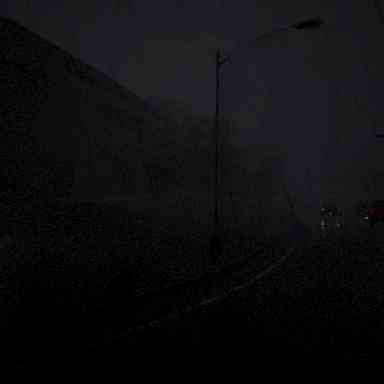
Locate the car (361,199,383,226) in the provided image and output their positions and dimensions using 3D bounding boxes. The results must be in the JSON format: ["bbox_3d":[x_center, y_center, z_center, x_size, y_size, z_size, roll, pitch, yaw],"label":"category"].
[{"bbox_3d":[15.050,1.599,26.380,2.150,2.045,5.566,0,0,23],"label":"car"}]

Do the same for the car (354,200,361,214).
[{"bbox_3d":[20.019,1.726,38.508,2.128,1.511,4.902,0,2,22],"label":"car"}]

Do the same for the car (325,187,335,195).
[{"bbox_3d":[31.042,-0.311,74.885,1.882,1.535,5.008,0,4,22],"label":"car"}]

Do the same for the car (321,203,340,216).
[{"bbox_3d":[15.192,1.890,36.482,1.895,1.301,4.718,0,1,22],"label":"car"}]
